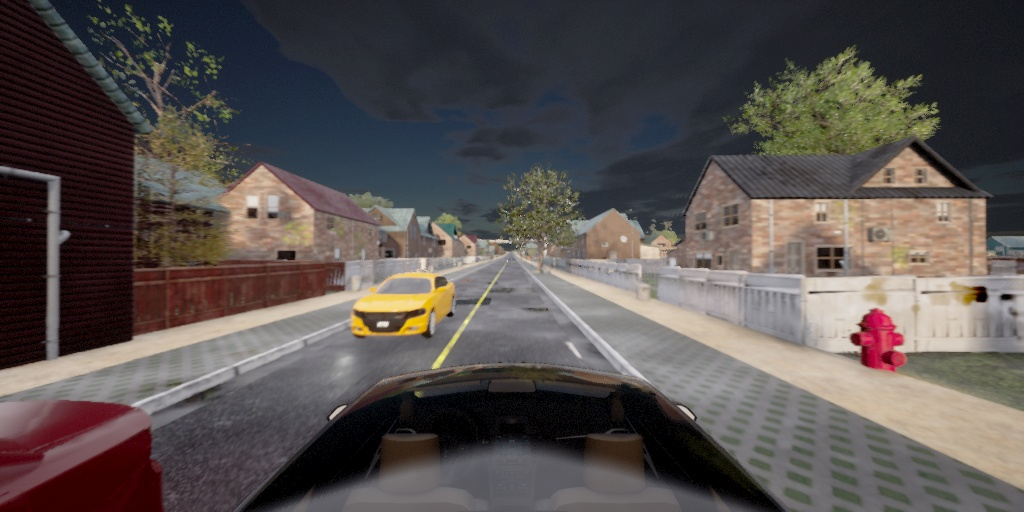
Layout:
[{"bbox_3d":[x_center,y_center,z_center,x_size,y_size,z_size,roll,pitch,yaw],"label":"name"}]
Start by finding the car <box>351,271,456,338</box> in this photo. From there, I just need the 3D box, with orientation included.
[{"bbox_3d":[-2.844,1.230,10.396,1.882,1.535,5.008,0,0,0],"label":"car"}]
